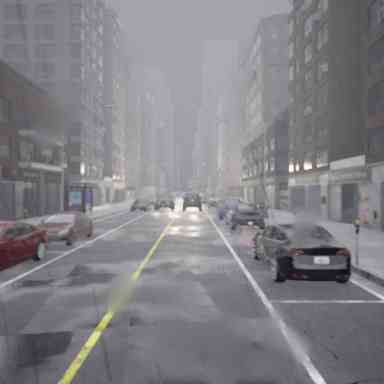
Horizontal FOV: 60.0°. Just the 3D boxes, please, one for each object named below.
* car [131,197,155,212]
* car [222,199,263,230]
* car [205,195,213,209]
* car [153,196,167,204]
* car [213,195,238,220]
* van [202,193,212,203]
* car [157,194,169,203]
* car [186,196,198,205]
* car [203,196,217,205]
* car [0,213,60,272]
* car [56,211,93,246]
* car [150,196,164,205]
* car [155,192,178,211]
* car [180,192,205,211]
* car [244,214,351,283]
[{"bbox_3d":[-5.655,1.440,37.014,1.947,1.339,4.313,0,0,0],"label":"car"},{"bbox_3d":[3.152,1.435,20.427,1.837,1.490,4.892,0,0,0],"label":"car"},{"bbox_3d":[2.872,1.406,42.547,2.008,1.369,4.403,0,0,0],"label":"car"},{"bbox_3d":[-5.649,1.365,59.114,1.947,1.339,4.313,0,0,0],"label":"car"},{"bbox_3d":[3.122,1.260,27.397,2.097,1.767,4.553,0,0,0],"label":"car"},{"bbox_3d":[2.879,1.121,64.641,1.690,1.788,3.998,0,0,0],"label":"van"},{"bbox_3d":[-5.647,1.220,64.639,1.967,1.590,4.097,0,0,0],"label":"car"},{"bbox_3d":[0.055,1.339,55.117,1.812,1.442,4.674,0,0,1],"label":"car"},{"bbox_3d":[2.875,1.383,53.594,1.947,1.339,4.313,0,0,0],"label":"car"},{"bbox_3d":[-5.664,1.514,9.389,1.887,1.381,4.507,0,0,0],"label":"car"},{"bbox_3d":[-5.663,1.532,14.914,1.802,1.307,4.206,0,0,0],"label":"car"},{"bbox_3d":[-5.650,1.400,53.589,1.802,1.307,4.206,0,0,0],"label":"car"},{"bbox_3d":[-3.075,1.091,38.430,2.150,2.045,5.566,0,0,0],"label":"car"},{"bbox_3d":[0.035,1.087,38.155,2.150,2.045,5.566,0,0,0],"label":"car"},{"bbox_3d":[2.862,1.534,9.406,1.947,1.339,4.313,0,0,0],"label":"car"}]
